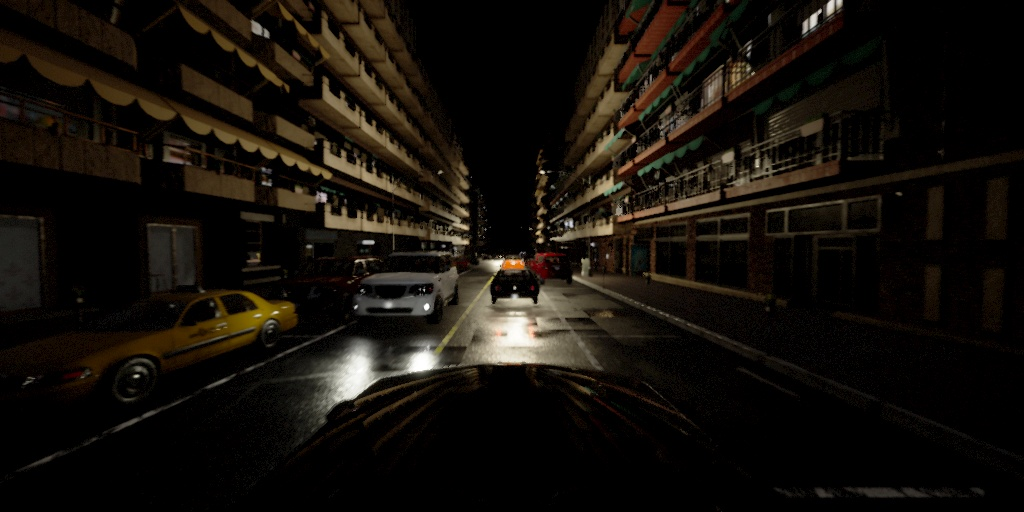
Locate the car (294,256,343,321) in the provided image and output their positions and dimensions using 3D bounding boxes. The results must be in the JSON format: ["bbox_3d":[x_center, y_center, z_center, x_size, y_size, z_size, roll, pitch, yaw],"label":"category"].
[{"bbox_3d":[-5.688,0.932,11.927,2.192,1.841,5.009,0,0,0],"label":"car"}]

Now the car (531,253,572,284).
[{"bbox_3d":[2.662,0.783,23.313,2.192,1.841,5.009,0,0,0],"label":"car"}]

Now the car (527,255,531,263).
[{"bbox_3d":[2.664,0.708,28.978,2.192,1.841,5.009,0,0,0],"label":"car"}]

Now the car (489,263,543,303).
[{"bbox_3d":[0.103,1.174,15.343,1.895,1.301,4.718,0,1,0],"label":"car"}]

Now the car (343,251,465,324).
[{"bbox_3d":[-3.097,0.842,11.758,2.150,2.045,5.566,0,1,0],"label":"car"}]

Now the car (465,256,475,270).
[{"bbox_3d":[-5.681,0.786,40.248,1.888,1.381,4.507,0,0,0],"label":"car"}]

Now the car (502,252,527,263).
[{"bbox_3d":[0.108,0.669,34.641,2.097,1.767,4.553,0,1,0],"label":"car"}]

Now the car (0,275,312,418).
[{"bbox_3d":[-5.690,1.216,6.093,1.751,1.417,4.829,0,0,0],"label":"car"}]

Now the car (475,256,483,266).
[{"bbox_3d":[-5.679,0.652,51.578,1.948,1.339,4.313,0,0,0],"label":"car"}]
